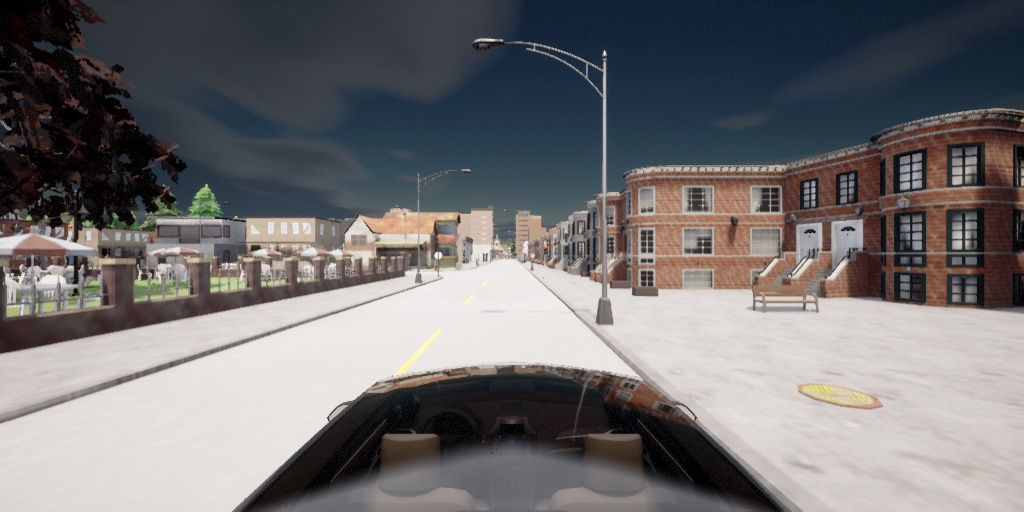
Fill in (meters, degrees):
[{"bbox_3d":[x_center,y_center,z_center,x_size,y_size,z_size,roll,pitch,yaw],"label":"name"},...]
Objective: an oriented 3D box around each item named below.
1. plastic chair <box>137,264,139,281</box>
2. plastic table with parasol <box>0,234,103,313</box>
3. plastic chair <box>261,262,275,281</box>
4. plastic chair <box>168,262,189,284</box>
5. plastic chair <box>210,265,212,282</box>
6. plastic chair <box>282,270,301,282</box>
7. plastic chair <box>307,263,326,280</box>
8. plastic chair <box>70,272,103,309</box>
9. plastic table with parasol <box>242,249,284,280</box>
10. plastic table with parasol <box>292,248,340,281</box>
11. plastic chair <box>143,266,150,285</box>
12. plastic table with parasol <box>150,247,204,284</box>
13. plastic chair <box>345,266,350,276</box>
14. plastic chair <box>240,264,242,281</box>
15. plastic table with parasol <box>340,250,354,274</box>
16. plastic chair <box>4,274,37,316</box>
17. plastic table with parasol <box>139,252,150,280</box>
[{"bbox_3d":[-28.749,1.280,28.051,0.730,1.272,0.750,0,0,-40],"label":"plastic chair"},{"bbox_3d":[-14.049,0.598,10.484,2.482,2.480,2.482,0,0,-38],"label":"plastic table with parasol"},{"bbox_3d":[-18.574,1.283,27.046,0.750,1.272,0.730,0,0,-40],"label":"plastic chair"},{"bbox_3d":[-21.566,1.185,23.201,0.750,1.272,0.730,0,0,-42],"label":"plastic chair"},{"bbox_3d":[-21.239,1.258,24.815,0.730,1.272,0.750,0,0,-40],"label":"plastic chair"},{"bbox_3d":[-14.640,1.247,23.841,0.730,1.272,0.750,0,0,-40],"label":"plastic chair"},{"bbox_3d":[-12.907,1.258,23.567,0.750,1.272,0.730,0,0,-40],"label":"plastic chair"},{"bbox_3d":[-13.063,1.238,11.208,0.730,1.272,0.750,0,0,-40],"label":"plastic chair"},{"bbox_3d":[-19.311,0.676,28.067,2.482,2.480,2.482,0,0,-40],"label":"plastic table with parasol"},{"bbox_3d":[-13.644,0.672,24.573,2.482,2.480,2.482,0,0,-40],"label":"plastic table with parasol"},{"bbox_3d":[-23.263,1.264,23.327,0.730,1.272,0.750,0,0,-40],"label":"plastic chair"},{"bbox_3d":[-22.280,0.643,24.082,2.482,2.480,2.482,0,0,-42],"label":"plastic table with parasol"},{"bbox_3d":[-13.344,1.311,28.043,0.750,1.272,0.730,0,0,-40],"label":"plastic chair"},{"bbox_3d":[-20.310,1.273,27.335,0.730,1.272,0.750,0,0,-40],"label":"plastic chair"},{"bbox_3d":[-14.080,0.708,29.064,2.482,2.480,2.482,0,0,-40],"label":"plastic table with parasol"},{"bbox_3d":[-13.349,1.213,9.450,0.750,1.272,0.730,0,0,-40],"label":"plastic chair"},{"bbox_3d":[-27.752,0.655,28.783,2.482,2.480,2.482,0,0,-40],"label":"plastic table with parasol"}]
